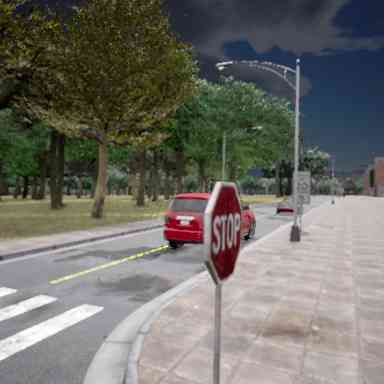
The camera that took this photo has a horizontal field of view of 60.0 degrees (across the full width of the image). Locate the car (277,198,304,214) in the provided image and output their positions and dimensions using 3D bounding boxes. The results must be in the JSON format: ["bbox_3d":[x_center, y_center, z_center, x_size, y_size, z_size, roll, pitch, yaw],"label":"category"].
[{"bbox_3d":[9.241,1.284,31.117,1.994,1.385,4.181,1,1,25],"label":"car"}]

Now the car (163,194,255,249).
[{"bbox_3d":[0.915,1.086,13.362,2.150,2.045,5.566,1,1,25],"label":"car"}]
